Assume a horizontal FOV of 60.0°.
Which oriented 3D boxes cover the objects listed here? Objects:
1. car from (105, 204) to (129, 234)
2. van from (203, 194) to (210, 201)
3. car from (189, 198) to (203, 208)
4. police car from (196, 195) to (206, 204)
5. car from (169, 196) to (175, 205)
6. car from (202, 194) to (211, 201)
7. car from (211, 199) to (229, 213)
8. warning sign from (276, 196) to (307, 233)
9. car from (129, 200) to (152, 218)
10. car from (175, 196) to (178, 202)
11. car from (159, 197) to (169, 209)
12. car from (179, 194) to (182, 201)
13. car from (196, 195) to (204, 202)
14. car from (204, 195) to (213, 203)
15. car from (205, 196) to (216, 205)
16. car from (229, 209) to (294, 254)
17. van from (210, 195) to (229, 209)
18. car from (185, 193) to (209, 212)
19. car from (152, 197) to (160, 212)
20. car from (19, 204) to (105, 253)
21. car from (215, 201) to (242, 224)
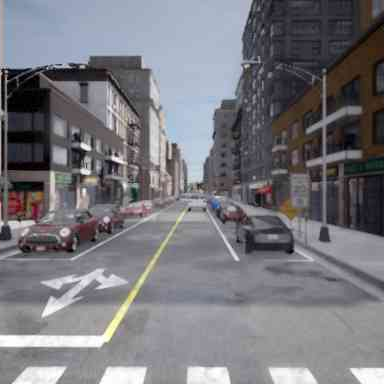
[{"bbox_3d":[-5.150,1.447,19.051,1.967,1.590,4.097,0,0,1],"label":"car"},{"bbox_3d":[3.766,1.463,85.067,1.690,1.788,3.998,0,0,1],"label":"van"},{"bbox_3d":[0.677,1.603,50.965,2.033,1.411,5.357,0,0,1],"label":"car"},{"bbox_3d":[1.717,1.514,67.529,1.930,1.638,5.238,0,0,1],"label":"police car"},{"bbox_3d":[-4.630,1.613,57.622,2.008,1.369,4.403,0,0,1],"label":"car"},{"bbox_3d":[3.841,1.447,90.578,2.192,1.841,5.009,0,0,1],"label":"car"},{"bbox_3d":[3.023,1.591,29.963,1.947,1.339,4.313,0,0,1],"label":"car"},{"bbox_3d":[5.158,1.131,17.368,1.300,1.860,1.060,0,0,1],"label":"warning sign"},{"bbox_3d":[-5.001,1.599,30.071,1.802,1.307,4.206,0,0,1],"label":"car"},{"bbox_3d":[-4.481,1.628,68.643,1.887,1.381,4.507,0,0,1],"label":"car"},{"bbox_3d":[-4.779,1.482,46.602,1.967,1.590,4.097,0,0,1],"label":"car"},{"bbox_3d":[-4.258,1.659,85.175,1.887,1.381,4.507,0,0,1],"label":"car"},{"bbox_3d":[1.934,1.573,83.608,1.801,1.575,5.366,0,0,1],"label":"car"},{"bbox_3d":[3.617,1.542,74.046,1.967,1.590,4.097,0,0,1],"label":"car"},{"bbox_3d":[3.469,1.521,63.025,1.967,1.590,4.097,0,0,1],"label":"car"},{"bbox_3d":[2.800,1.577,13.432,1.947,1.339,4.313,0,0,1],"label":"car"},{"bbox_3d":[3.097,1.373,35.473,1.690,1.788,3.998,0,0,1],"label":"van"},{"bbox_3d":[0.616,1.258,40.377,2.150,2.045,5.566,0,0,1],"label":"car"},{"bbox_3d":[-4.927,1.575,35.581,2.008,1.369,4.403,0,0,1],"label":"car"},{"bbox_3d":[-5.224,1.443,13.541,1.967,1.590,4.097,0,0,1],"label":"car"},{"bbox_3d":[2.949,1.601,24.453,1.802,1.307,4.206,0,0,1],"label":"car"}]
